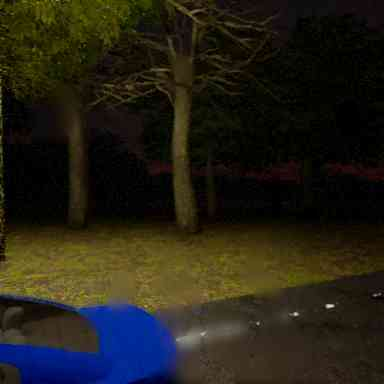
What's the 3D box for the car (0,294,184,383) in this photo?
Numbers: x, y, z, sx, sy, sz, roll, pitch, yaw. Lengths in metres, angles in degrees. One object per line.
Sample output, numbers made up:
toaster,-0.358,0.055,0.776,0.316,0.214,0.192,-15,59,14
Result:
car,-2.457,1.529,2.018,5.008,1.535,1.882,1,-1,-29
